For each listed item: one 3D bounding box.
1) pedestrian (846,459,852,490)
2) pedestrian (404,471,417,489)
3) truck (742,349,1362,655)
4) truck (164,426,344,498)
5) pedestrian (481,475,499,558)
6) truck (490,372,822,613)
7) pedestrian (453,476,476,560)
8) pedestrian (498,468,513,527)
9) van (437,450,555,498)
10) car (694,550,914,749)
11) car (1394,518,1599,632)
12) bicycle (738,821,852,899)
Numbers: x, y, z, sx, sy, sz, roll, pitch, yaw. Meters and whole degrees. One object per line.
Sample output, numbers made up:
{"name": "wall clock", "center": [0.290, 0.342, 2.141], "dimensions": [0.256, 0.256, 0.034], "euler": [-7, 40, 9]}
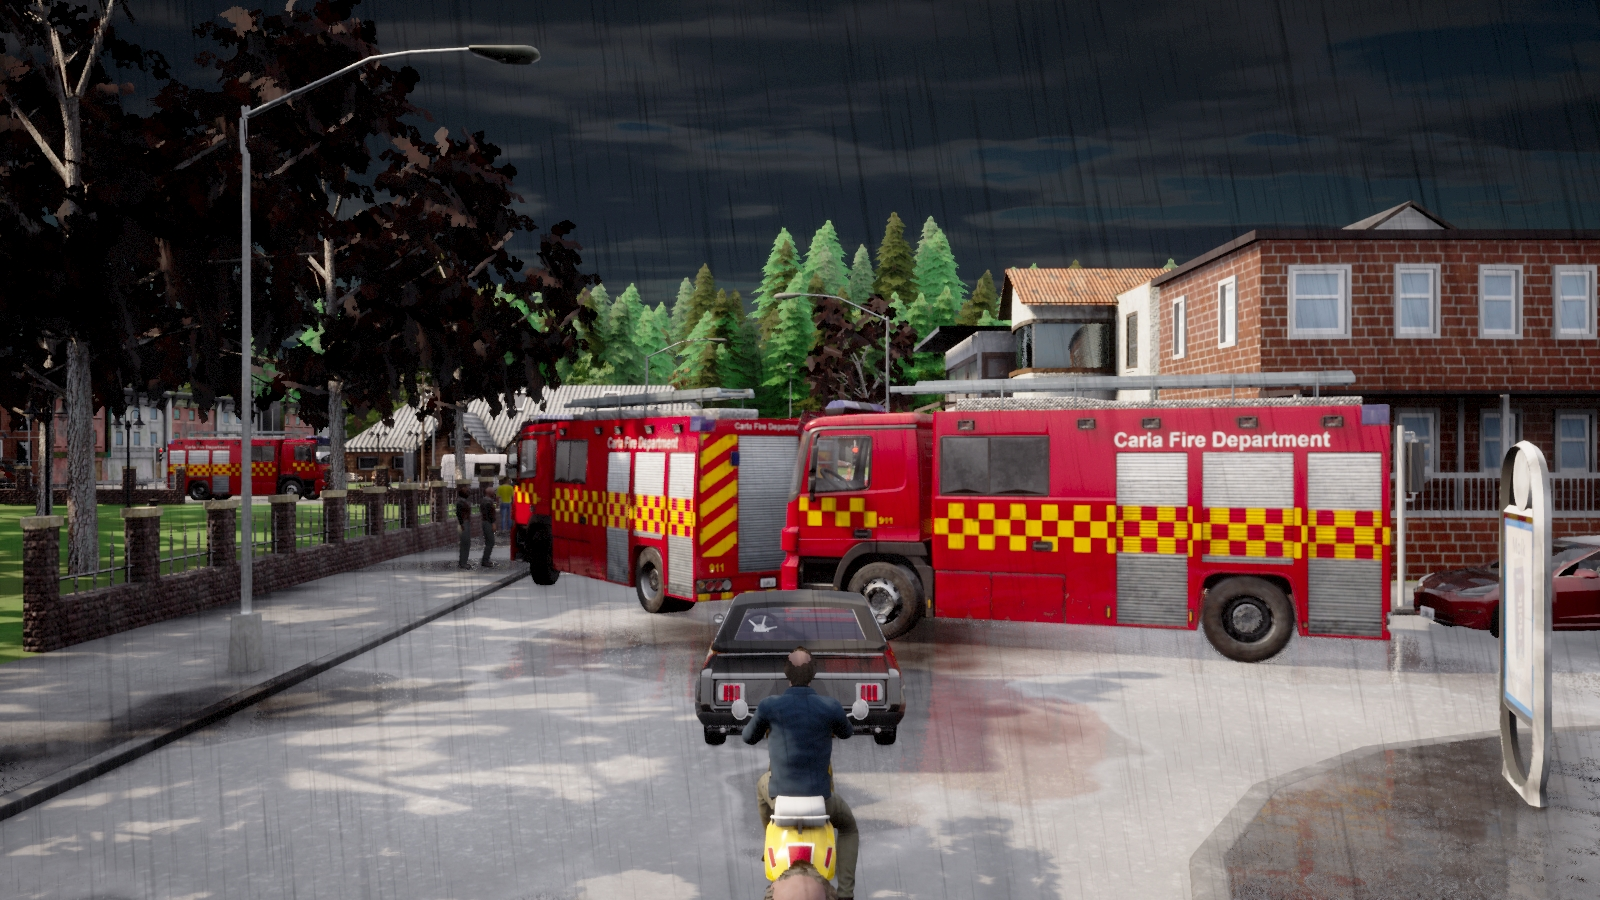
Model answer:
{"name": "pedestrian", "center": [2.994, 1.496, 69.796], "dimensions": [0.375, 1.860, 0.375], "euler": [0, 0, 3]}
{"name": "pedestrian", "center": [-24.071, 1.876, 70.614], "dimensions": [0.500, 1.100, 0.500], "euler": [0, 0, 23]}
{"name": "truck", "center": [3.594, 0.662, 17.147], "dimensions": [8.468, 3.827, 2.891], "euler": [0, 0, 21]}
{"name": "truck", "center": [-29.853, 0.645, 62.699], "dimensions": [8.468, 3.827, 2.891], "euler": [0, 0, 1]}
{"name": "pedestrian", "center": [-7.061, 1.514, 26.025], "dimensions": [0.375, 1.860, 0.375], "euler": [0, 0, -16]}
{"name": "truck", "center": [-3.223, 0.662, 22.437], "dimensions": [2.891, 3.827, 8.468], "euler": [0, 0, -35]}
{"name": "pedestrian", "center": [-7.536, 1.514, 25.658], "dimensions": [0.375, 1.860, 0.375], "euler": [0, 0, 8]}
{"name": "pedestrian", "center": [-9.358, 1.511, 36.343], "dimensions": [0.375, 1.860, 0.375], "euler": [0, 0, 0]}
{"name": "van", "center": [-16.613, 1.289, 62.612], "dimensions": [5.915, 2.561, 1.988], "euler": [0, 0, 0]}
{"name": "car", "center": [0.033, 1.930, 12.217], "dimensions": [1.895, 1.301, 4.718], "euler": [0, 0, 0]}
{"name": "car", "center": [11.947, 1.835, 17.293], "dimensions": [4.792, 1.488, 2.163], "euler": [0, 0, 0]}
{"name": "bicycle", "center": [-0.015, 1.938, 3.086], "dimensions": [0.329, 1.271, 1.835], "euler": [0, 0, 0]}
